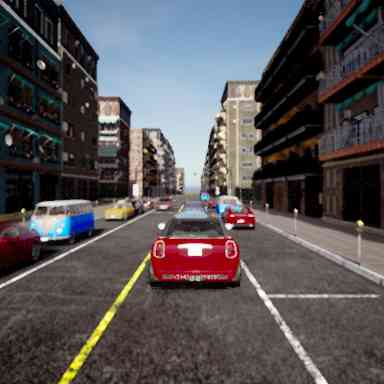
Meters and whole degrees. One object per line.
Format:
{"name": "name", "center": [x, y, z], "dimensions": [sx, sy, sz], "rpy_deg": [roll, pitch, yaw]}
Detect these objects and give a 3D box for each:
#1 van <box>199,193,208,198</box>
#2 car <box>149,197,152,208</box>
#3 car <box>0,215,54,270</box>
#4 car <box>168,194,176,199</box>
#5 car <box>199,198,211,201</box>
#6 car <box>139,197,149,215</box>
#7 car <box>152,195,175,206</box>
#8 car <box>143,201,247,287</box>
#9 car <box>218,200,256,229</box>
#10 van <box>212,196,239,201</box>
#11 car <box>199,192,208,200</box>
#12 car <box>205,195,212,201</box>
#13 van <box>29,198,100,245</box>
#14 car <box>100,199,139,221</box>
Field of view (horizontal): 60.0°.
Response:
{"name": "van", "center": [3.072, 1.090, 81.001], "dimensions": [1.690, 1.788, 3.998], "rpy_deg": [-1, 0, 0]}
{"name": "car", "center": [-5.613, 1.275, 39.346], "dimensions": [1.967, 1.590, 4.097], "rpy_deg": [0, 0, 0]}
{"name": "car", "center": [-5.667, 1.537, 9.189], "dimensions": [1.802, 1.307, 4.206], "rpy_deg": [0, 0, 0]}
{"name": "car", "center": [-5.544, 1.307, 92.098], "dimensions": [1.947, 1.339, 4.313], "rpy_deg": [-1, 0, 0]}
{"name": "car", "center": [0.145, 1.434, 24.924], "dimensions": [2.033, 1.411, 5.357], "rpy_deg": [0, 0, 1]}
{"name": "car", "center": [-5.594, 1.426, 31.835], "dimensions": [1.947, 1.339, 4.313], "rpy_deg": [0, 0, 0]}
{"name": "car", "center": [-2.969, 1.368, 37.052], "dimensions": [1.812, 1.442, 4.674], "rpy_deg": [0, 0, 0]}
{"name": "car", "center": [0.089, 1.305, 9.318], "dimensions": [2.097, 1.767, 4.553], "rpy_deg": [0, 0, 1]}
{"name": "car", "center": [2.749, 1.449, 20.459], "dimensions": [1.887, 1.381, 4.507], "rpy_deg": [0, 0, 0]}
{"name": "van", "center": [2.766, 1.223, 26.119], "dimensions": [1.690, 1.788, 3.998], "rpy_deg": [0, 0, 0]}
{"name": "car", "center": [3.001, 1.059, 86.498], "dimensions": [2.192, 1.841, 5.009], "rpy_deg": [-1, 0, 0]}
{"name": "car", "center": [2.930, 1.405, 43.100], "dimensions": [1.802, 1.307, 4.206], "rpy_deg": [0, 0, 0]}
{"name": "van", "center": [-5.651, 1.270, 14.851], "dimensions": [1.690, 1.788, 3.998], "rpy_deg": [0, 0, 0]}
{"name": "car", "center": [-5.613, 1.408, 26.004], "dimensions": [1.752, 1.417, 4.829], "rpy_deg": [0, 0, 0]}
